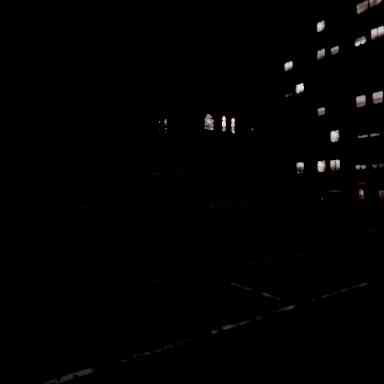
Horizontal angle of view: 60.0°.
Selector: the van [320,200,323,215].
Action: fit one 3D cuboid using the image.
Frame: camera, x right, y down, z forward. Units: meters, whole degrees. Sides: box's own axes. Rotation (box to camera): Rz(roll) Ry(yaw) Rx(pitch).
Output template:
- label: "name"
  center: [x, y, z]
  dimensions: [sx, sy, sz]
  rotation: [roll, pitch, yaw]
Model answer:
- label: "van"
  center: [10.774, 1.606, 32.714]
  dimensions: [1.690, 1.788, 3.998]
  rotation: [-2, 0, -36]
